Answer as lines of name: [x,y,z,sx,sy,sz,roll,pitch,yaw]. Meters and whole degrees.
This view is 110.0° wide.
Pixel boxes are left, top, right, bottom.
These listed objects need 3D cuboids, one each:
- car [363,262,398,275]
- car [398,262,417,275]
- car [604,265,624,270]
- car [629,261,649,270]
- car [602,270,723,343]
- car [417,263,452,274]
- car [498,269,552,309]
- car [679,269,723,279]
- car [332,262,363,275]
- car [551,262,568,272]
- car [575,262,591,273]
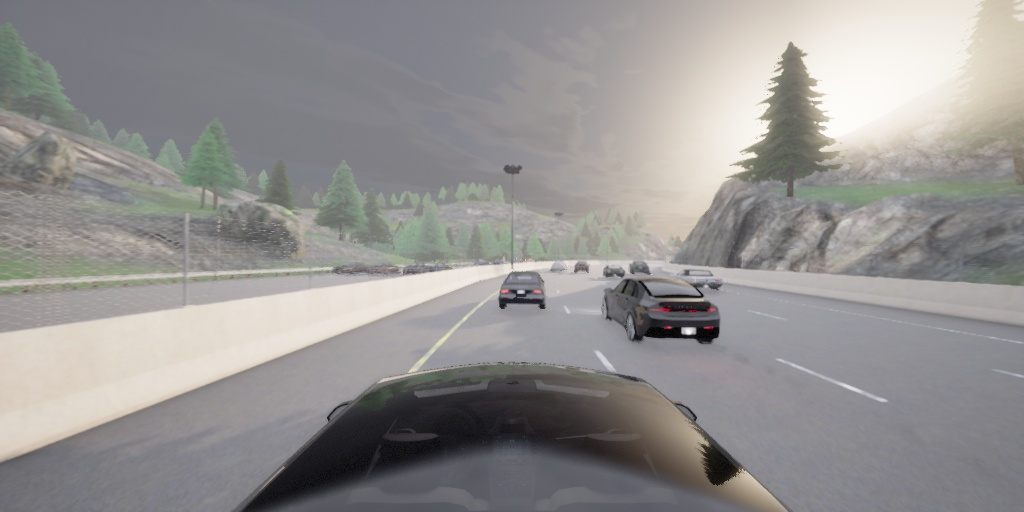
car: [-14.083,1.388,39.586,1.994,1.385,4.181,0,0,11]
car: [-10.438,1.413,40.024,1.994,1.385,4.181,0,0,11]
car: [10.455,1.568,36.961,1.895,1.301,4.718,0,0,12]
car: [15.832,1.386,44.821,2.097,1.767,4.553,0,0,13]
car: [3.797,1.315,9.907,1.837,1.490,4.892,0,0,2]
car: [-7.536,1.415,36.484,1.994,1.385,4.181,0,0,10]
car: [0.533,1.360,15.445,2.033,1.411,5.357,0,0,5]
car: [11.921,1.520,23.639,1.895,1.301,4.718,0,0,8]
car: [-17.595,1.350,40.006,2.033,1.411,5.357,0,0,10]
car: [6.990,1.539,52.964,1.812,1.442,4.674,0,0,16]
car: [9.847,1.525,50.120,1.837,1.490,4.892,-1,0,15]
